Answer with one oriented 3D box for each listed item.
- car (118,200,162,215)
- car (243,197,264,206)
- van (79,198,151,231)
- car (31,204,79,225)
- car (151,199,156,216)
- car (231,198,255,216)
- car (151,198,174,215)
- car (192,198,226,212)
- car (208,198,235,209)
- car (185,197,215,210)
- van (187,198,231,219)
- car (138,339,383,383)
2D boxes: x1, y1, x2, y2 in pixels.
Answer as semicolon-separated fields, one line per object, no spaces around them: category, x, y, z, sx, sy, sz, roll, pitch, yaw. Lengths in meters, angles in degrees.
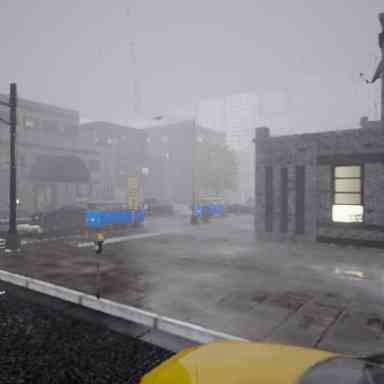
car;-5.330;1.545;34.677;1.752;1.417;4.829;0;0;35
car;10.633;1.652;57.412;1.887;1.381;4.507;0;0;35
van;-4.729;1.398;20.948;1.690;1.788;3.998;0;0;35
car;-9.439;1.576;24.315;1.994;1.385;4.181;1;0;35
car;-5.330;1.535;24.606;2.128;1.511;4.902;1;0;35
car;4.788;1.646;34.505;1.887;1.381;4.507;0;0;35
car;-3.815;1.389;32.320;2.097;1.767;4.553;1;0;35
car;2.141;1.573;40.790;1.837;1.490;4.892;1;0;35
car;4.287;1.616;48.375;1.887;1.381;4.507;0;0;35
car;1.115;1.494;43.856;1.967;1.590;4.097;0;0;35
van;1.617;1.427;29.987;1.690;1.788;3.998;0;0;35
car;1.582;1.526;1.740;4.829;1.417;1.752;0;0;36
